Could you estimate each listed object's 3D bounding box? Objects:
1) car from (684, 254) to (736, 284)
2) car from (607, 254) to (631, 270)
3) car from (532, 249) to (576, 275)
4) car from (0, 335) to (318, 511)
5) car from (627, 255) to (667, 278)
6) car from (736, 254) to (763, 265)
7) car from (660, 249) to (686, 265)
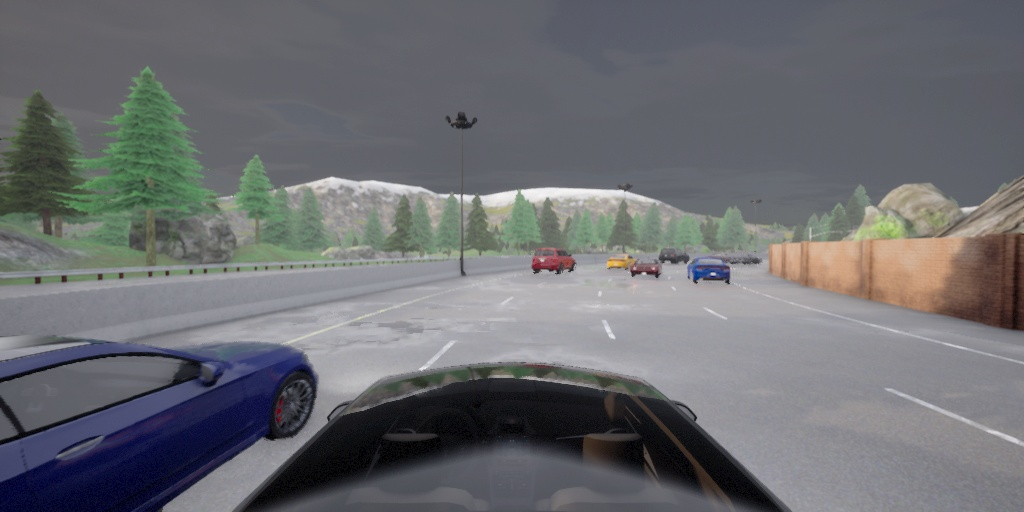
[{"bbox_3d":[12.091,0.824,22.224,1.882,1.535,5.008,0,1,21],"label":"car"},{"bbox_3d":[10.835,0.566,34.954,1.882,1.535,5.008,1,1,32],"label":"car"},{"bbox_3d":[3.506,0.413,29.462,2.150,2.045,5.566,0,1,27],"label":"car"},{"bbox_3d":[-3.304,1.260,2.349,1.812,1.442,4.674,0,1,2],"label":"car"},{"bbox_3d":[10.122,0.855,26.666,1.895,1.301,4.718,1,1,27],"label":"car"},{"bbox_3d":[29.728,0.439,45.513,5.357,1.411,2.033,-1,1,-35],"label":"car"},{"bbox_3d":[21.514,0.058,47.483,5.566,2.045,2.150,0,1,-43],"label":"car"}]
